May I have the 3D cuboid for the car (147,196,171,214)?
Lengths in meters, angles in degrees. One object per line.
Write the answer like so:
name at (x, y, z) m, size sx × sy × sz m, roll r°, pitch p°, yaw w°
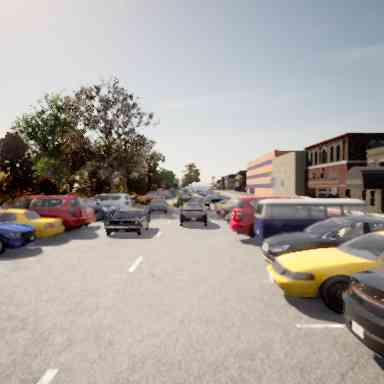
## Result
car at (-3.495, 1.487, 35.073) m, size 1.837 × 1.490 × 4.892 m, roll 0°, pitch 0°, yaw 1°

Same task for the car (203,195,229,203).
car at (4.375, 1.279, 60.887) m, size 4.674 × 1.452 × 2.002 m, roll 0°, pitch 0°, yaw 0°

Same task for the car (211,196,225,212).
car at (4.736, 1.458, 32.084) m, size 5.366 × 1.575 × 1.946 m, roll 0°, pitch 0°, yaw 0°

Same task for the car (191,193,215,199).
car at (0.976, 1.322, 40.560) m, size 2.097 × 1.767 × 4.553 m, roll 1°, pitch 1°, yaw 16°

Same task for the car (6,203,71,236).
car at (-8.720, 1.470, 15.257) m, size 5.366 × 1.575 × 1.946 m, roll 0°, pitch 0°, yaw 0°

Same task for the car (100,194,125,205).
car at (-8.561, 1.338, 29.181) m, size 4.553 × 1.767 × 2.185 m, roll 0°, pitch 0°, yaw 0°

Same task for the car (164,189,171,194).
car at (-8.112, 0.936, 80.532) m, size 5.566 × 2.045 × 2.435 m, roll 0°, pitch 0°, yaw 0°

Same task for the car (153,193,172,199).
car at (-8.133, 1.064, 91.974) m, size 4.792 × 1.488 × 2.163 m, roll 0°, pitch 1°, yaw 0°

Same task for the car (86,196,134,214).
car at (-8.497, 1.333, 34.877) m, size 4.553 × 1.767 × 2.185 m, roll 0°, pitch 0°, yaw 0°

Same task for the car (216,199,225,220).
car at (4.546, 1.505, 26.518) m, size 4.674 × 1.452 × 2.002 m, roll 0°, pitch 0°, yaw 0°

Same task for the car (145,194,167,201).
car at (-8.128, 1.231, 74.885) m, size 4.792 × 1.488 × 2.163 m, roll 0°, pitch 0°, yaw 0°

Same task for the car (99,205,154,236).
car at (-3.493, 1.620, 18.701) m, size 1.895 × 1.301 × 4.718 m, roll 0°, pitch 0°, yaw 0°

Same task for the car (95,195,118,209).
car at (-8.562, 1.340, 26.397) m, size 4.553 × 1.767 × 2.185 m, roll 0°, pitch 0°, yaw 0°

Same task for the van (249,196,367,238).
van at (4.661, 1.249, 12.602) m, size 4.442 × 1.987 × 1.878 m, roll 0°, pitch 0°, yaw 0°

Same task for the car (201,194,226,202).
car at (4.408, 1.216, 69.365) m, size 5.008 × 1.535 × 2.097 m, roll 0°, pitch 0°, yaw 0°

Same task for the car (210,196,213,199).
car at (4.536, 1.499, 34.726) m, size 4.674 × 1.452 × 2.002 m, roll -1°, pitch 0°, yaw 0°

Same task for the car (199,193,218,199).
car at (4.476, 1.034, 91.990) m, size 5.008 × 1.535 × 2.097 m, roll 0°, pitch 1°, yaw 0°

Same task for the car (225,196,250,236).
car at (4.574, 1.222, 15.385) m, size 5.566 × 2.045 × 2.435 m, roll 0°, pitch 0°, yaw 0°

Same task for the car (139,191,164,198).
car at (-8.162, 1.106, 63.715) m, size 4.553 × 1.767 × 2.185 m, roll 0°, pitch 0°, yaw 0°

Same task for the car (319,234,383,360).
car at (4.536, 1.480, 4.252) m, size 4.892 × 1.521 × 2.231 m, roll 0°, pitch 0°, yaw 0°

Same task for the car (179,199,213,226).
car at (0.108, 1.478, 23.487) m, size 2.128 × 1.511 × 4.902 m, roll 0°, pitch 0°, yaw 0°

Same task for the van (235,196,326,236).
van at (4.663, 1.245, 18.044) m, size 4.442 × 1.987 × 1.878 m, roll 0°, pitch 0°, yaw 0°

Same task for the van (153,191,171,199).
van at (-7.992, 0.866, 89.143) m, size 4.442 × 1.987 × 1.878 m, roll 0°, pitch 1°, yaw 0°

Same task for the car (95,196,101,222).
car at (-8.501, 1.344, 20.952) m, size 4.553 × 1.767 × 2.185 m, roll 0°, pitch 0°, yaw 0°

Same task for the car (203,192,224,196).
car at (4.340, 1.276, 58.061) m, size 4.792 × 1.488 × 2.163 m, roll 0°, pitch 0°, yaw 0°

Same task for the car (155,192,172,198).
car at (-8.061, 0.855, 94.668) m, size 4.553 × 1.767 × 2.185 m, roll 0°, pitch 1°, yaw 0°

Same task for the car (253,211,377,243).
car at (4.550, 1.478, 9.819) m, size 4.892 × 1.521 × 2.231 m, roll 0°, pitch 0°, yaw 0°

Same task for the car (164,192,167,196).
car at (-8.180, 1.224, 66.414) m, size 5.008 × 1.535 × 2.097 m, roll 0°, pitch 0°, yaw 0°

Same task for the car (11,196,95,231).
car at (-8.562, 1.220, 18.042) m, size 5.566 × 2.045 × 2.435 m, roll 0°, pitch 0°, yaw 0°

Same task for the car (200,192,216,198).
car at (4.447, 0.851, 94.813) m, size 4.553 × 1.767 × 2.185 m, roll 0°, pitch 1°, yaw 0°

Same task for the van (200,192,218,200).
van at (4.328, 0.950, 83.372) m, size 4.442 × 1.987 × 1.878 m, roll 0°, pitch 0°, yaw 0°

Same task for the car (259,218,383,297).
car at (4.357, 1.475, 7.036) m, size 5.366 × 1.575 × 1.946 m, roll 0°, pitch 0°, yaw 0°

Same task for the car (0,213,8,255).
car at (-8.506, 1.506, 9.811) m, size 4.792 × 1.488 × 2.163 m, roll 0°, pitch 0°, yaw 0°

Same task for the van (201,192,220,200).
van at (4.311, 0.968, 77.841) m, size 4.442 × 1.987 × 1.878 m, roll 0°, pitch 0°, yaw 0°

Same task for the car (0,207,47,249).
car at (-8.541, 1.475, 12.598) m, size 5.008 × 1.535 × 2.097 m, roll 0°, pitch 0°, yaw 0°

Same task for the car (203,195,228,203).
car at (4.383, 1.271, 63.713) m, size 4.674 × 1.452 × 2.002 m, roll 0°, pitch 0°, yaw 0°

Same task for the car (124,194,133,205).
car at (-8.558, 1.210, 32.092) m, size 5.566 × 2.045 × 2.435 m, roll 0°, pitch 0°, yaw 0°

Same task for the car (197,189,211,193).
car at (4.448, 0.950, 75.015) m, size 5.566 × 2.045 × 2.435 m, roll 0°, pitch 0°, yaw 0°

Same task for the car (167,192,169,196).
car at (-8.173, 1.210, 72.186) m, size 4.892 × 1.521 × 2.231 m, roll 0°, pitch 0°, yaw 0°
